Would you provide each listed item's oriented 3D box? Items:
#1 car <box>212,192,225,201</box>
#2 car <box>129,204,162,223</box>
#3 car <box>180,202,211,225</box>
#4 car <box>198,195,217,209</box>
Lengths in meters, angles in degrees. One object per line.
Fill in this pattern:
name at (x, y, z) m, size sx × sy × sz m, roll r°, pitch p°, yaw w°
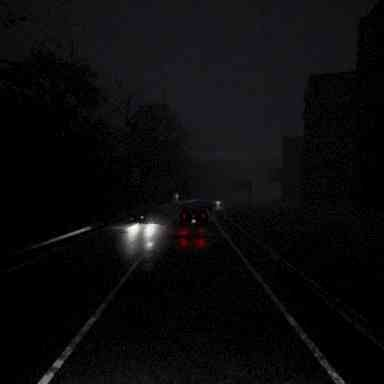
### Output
car at (5.146, 0.836, 65.731) m, size 1.837 × 1.490 × 4.892 m, roll 2°, pitch 3°, yaw 24°
car at (-3.450, 1.574, 25.273) m, size 1.994 × 1.385 × 4.181 m, roll 0°, pitch 0°, yaw 2°
car at (0.156, 1.616, 23.861) m, size 1.895 × 1.301 × 4.718 m, roll 0°, pitch 0°, yaw 1°
car at (1.600, 1.481, 41.190) m, size 1.812 × 1.442 × 4.674 m, roll 1°, pitch 1°, yaw 9°
